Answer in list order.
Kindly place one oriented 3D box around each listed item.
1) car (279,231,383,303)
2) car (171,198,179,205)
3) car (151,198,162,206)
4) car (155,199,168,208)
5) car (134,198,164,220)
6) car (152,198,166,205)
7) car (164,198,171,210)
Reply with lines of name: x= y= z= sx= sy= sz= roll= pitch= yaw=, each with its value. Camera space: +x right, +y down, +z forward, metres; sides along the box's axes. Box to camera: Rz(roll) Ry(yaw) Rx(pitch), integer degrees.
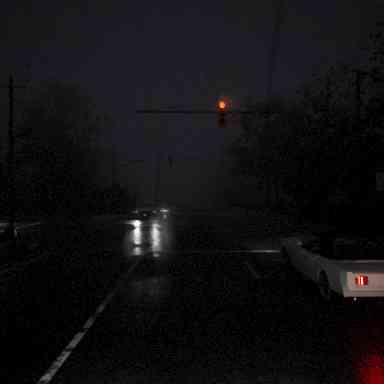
car: x=3.587 y=1.601 z=8.152 sx=1.895 sy=1.301 sz=4.718 roll=0 pitch=0 yaw=0
car: x=-5.056 y=2.126 z=73.620 sx=1.882 sy=1.535 sz=5.008 roll=0 pitch=-1 yaw=-19
car: x=-7.428 y=2.068 z=68.979 sx=1.837 sy=1.490 sz=4.892 roll=0 pitch=-2 yaw=-13
car: x=-5.154 y=1.818 z=55.277 sx=1.994 sy=1.385 sz=4.181 roll=0 pitch=-1 yaw=-7
car: x=-3.698 y=1.525 z=28.221 sx=1.812 sy=1.442 sz=4.674 roll=0 pitch=0 yaw=-1
car: x=-8.289 y=2.388 z=82.951 sx=2.128 sy=1.511 sz=4.902 roll=0 pitch=-1 yaw=-25
car: x=-4.125 y=1.639 z=43.213 sx=1.994 sy=1.385 sz=4.181 roll=0 pitch=-1 yaw=-3
